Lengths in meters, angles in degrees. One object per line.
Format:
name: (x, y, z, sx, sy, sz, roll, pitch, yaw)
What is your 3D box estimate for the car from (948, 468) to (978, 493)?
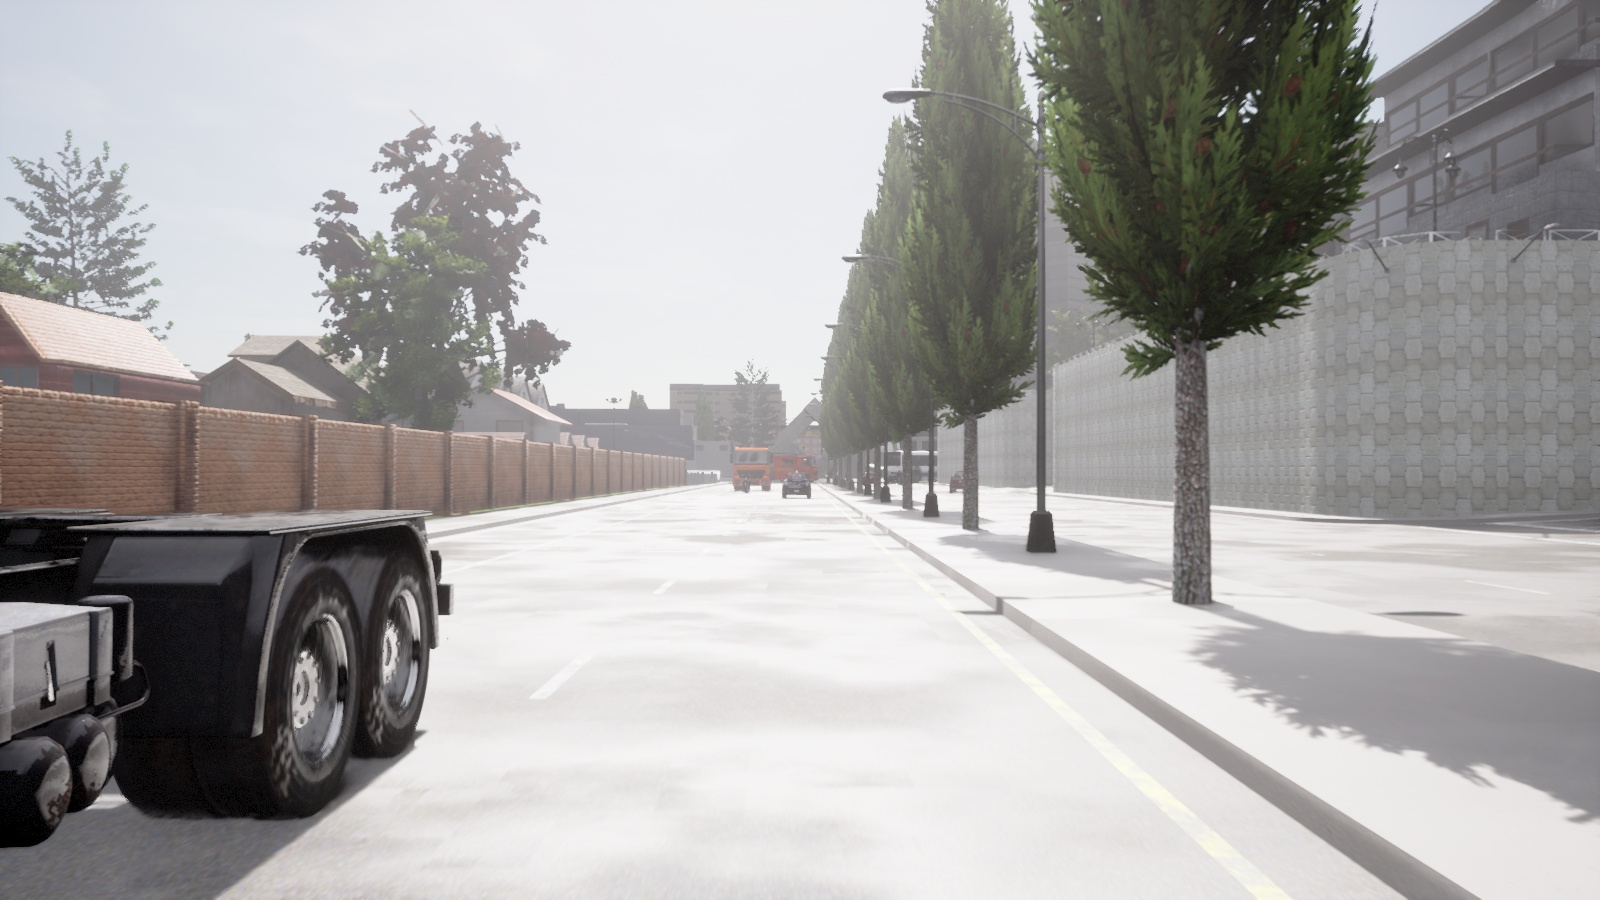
car: (12.001, 2.222, 92.314, 1.789, 1.549, 3.705, -2, 2, 13)

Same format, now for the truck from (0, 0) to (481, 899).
truck: (-3.514, -0.083, 4.196, 2.891, 3.462, 7.936, 0, -1, 0)

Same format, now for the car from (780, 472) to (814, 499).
car: (-0.174, 2.032, 71.819, 1.845, 1.501, 3.633, 0, -1, 0)
